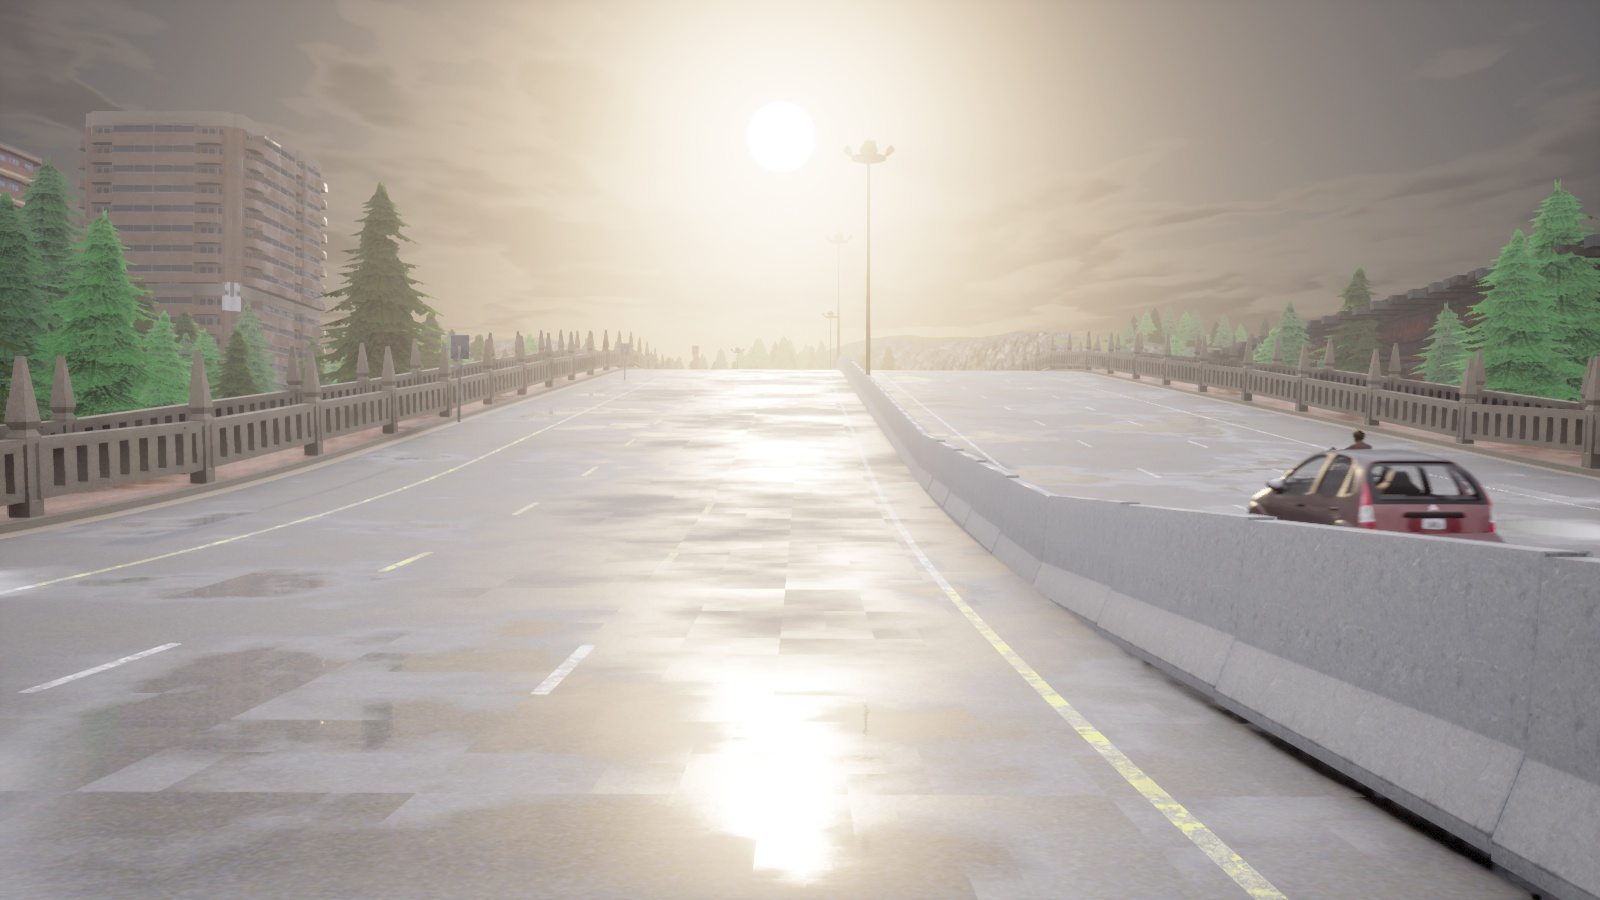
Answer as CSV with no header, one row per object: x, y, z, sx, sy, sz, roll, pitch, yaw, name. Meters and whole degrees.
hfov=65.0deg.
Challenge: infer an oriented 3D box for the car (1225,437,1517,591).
6.963,0.685,15.826,1.851,1.617,3.988,0,2,0,car
